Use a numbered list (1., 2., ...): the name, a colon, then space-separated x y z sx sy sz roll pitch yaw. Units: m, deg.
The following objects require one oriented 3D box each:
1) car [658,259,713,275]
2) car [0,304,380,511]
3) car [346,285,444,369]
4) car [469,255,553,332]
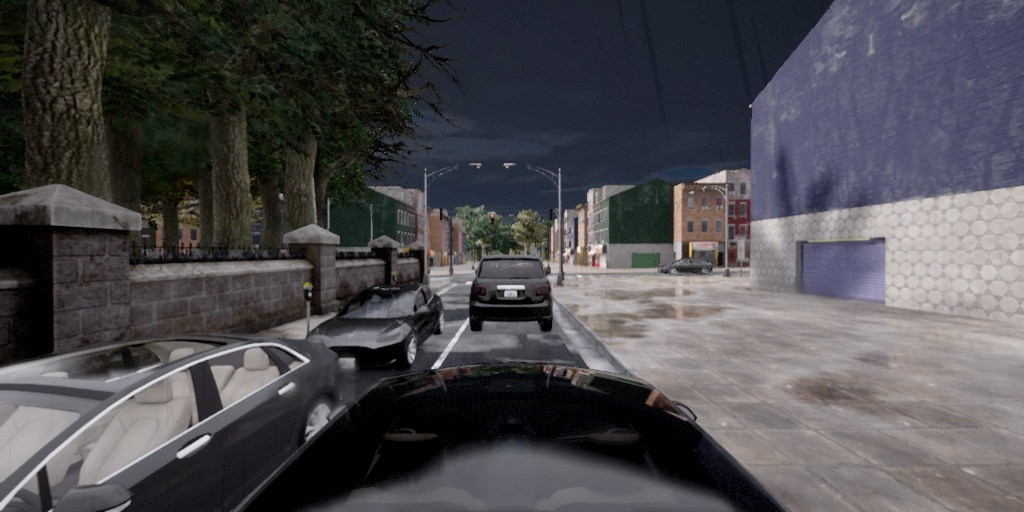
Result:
1. car: 16.575 1.056 34.401 4.892 1.490 1.837 -1 0 0
2. car: -2.641 1.301 2.149 2.007 1.370 4.403 0 0 0
3. car: -2.634 1.324 7.837 1.948 1.339 4.313 0 0 0
4. car: -0.011 0.985 11.072 2.150 2.045 5.566 0 0 0
